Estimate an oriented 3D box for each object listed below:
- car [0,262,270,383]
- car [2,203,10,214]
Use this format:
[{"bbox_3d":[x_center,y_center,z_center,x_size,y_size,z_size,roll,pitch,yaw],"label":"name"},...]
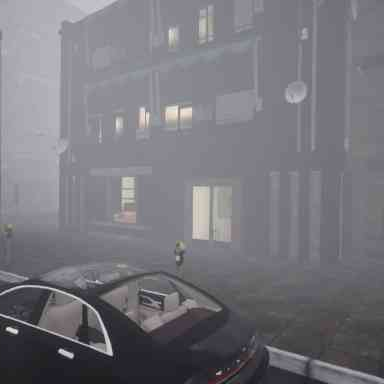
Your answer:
[{"bbox_3d":[-1.306,1.550,3.943,4.403,1.369,2.008,0,1,35],"label":"car"},{"bbox_3d":[-21.549,1.623,34.887,2.008,1.369,4.403,1,0,36],"label":"car"}]
